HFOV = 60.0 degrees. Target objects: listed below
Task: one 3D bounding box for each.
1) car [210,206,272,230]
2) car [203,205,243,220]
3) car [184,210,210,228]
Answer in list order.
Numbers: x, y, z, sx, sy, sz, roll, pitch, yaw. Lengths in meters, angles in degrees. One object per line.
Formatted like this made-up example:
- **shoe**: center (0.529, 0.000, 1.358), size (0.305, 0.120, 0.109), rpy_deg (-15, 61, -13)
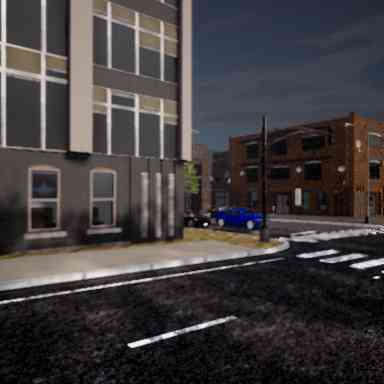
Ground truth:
- **car**: center (3.962, 2.005, 26.099), size (1.882, 1.535, 5.008), rpy_deg (0, -1, -38)
- **car**: center (3.359, 2.234, 36.772), size (2.008, 1.369, 4.403), rpy_deg (-1, 0, -37)
- **car**: center (-0.262, 2.137, 27.178), size (1.947, 1.339, 4.313), rpy_deg (-1, 0, -37)
